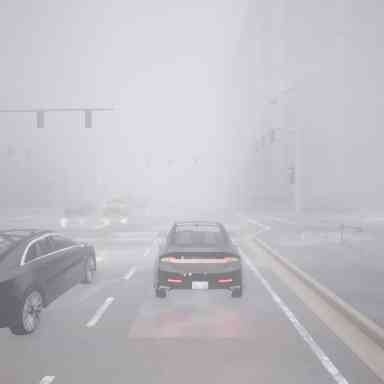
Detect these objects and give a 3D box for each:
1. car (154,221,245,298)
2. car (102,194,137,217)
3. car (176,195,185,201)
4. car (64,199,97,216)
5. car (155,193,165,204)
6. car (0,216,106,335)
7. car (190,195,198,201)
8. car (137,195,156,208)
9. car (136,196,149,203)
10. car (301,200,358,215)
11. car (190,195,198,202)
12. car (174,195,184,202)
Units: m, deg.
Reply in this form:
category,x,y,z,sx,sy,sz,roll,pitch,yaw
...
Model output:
category,x,y,z,sx,sy,sz,roll,pitch,yaw
car,0.134,1.492,8.507,2.128,1.511,4.902,0,0,0
car,-6.891,1.322,31.226,2.097,1.767,4.553,0,0,0
car,-2.920,1.523,85.483,2.033,1.411,5.357,0,0,0
car,-10.389,1.446,31.283,1.882,1.535,5.008,0,0,0
car,-6.568,1.222,66.594,2.150,2.045,5.566,0,0,1
car,-3.400,1.492,6.687,2.128,1.511,4.902,0,0,1
car,0.580,1.461,85.459,1.882,1.535,5.008,0,0,0
car,-6.776,1.505,47.673,1.837,1.490,4.892,0,0,0
car,-10.044,1.564,68.181,1.994,1.385,4.181,0,0,1
car,13.435,1.492,32.977,5.357,1.411,2.033,0,0,0
car,0.518,1.593,76.414,1.895,1.301,4.718,0,0,0
car,-2.986,1.497,75.781,1.837,1.490,4.892,0,0,0
